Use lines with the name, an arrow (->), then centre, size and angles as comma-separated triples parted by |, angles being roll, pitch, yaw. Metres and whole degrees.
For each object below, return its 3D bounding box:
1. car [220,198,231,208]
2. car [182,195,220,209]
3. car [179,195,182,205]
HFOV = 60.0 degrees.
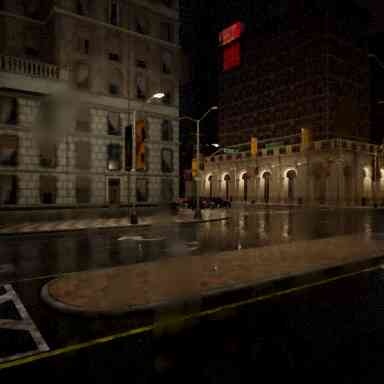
car -> 3.475, 1.478, 47.786 | 1.882, 1.535, 5.008 | 0, 0, -36
car -> 1.180, 1.352, 44.981 | 2.097, 1.767, 4.553 | 0, 0, -35
car -> -2.273, 1.352, 55.881 | 2.097, 1.767, 4.553 | 0, 0, -35
